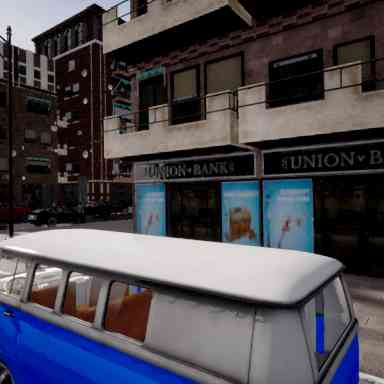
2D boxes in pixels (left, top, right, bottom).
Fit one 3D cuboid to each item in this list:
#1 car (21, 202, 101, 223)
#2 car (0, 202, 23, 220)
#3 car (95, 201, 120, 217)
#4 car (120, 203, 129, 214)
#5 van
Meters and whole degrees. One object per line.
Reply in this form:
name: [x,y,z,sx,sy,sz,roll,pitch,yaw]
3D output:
car: [-8.707,1.583,22.370,1.947,1.339,4.313,-2,-1,36]
car: [-15.479,1.608,27.310,1.967,1.590,4.097,-2,-1,36]
car: [-9.594,1.648,30.987,2.128,1.511,4.902,-1,-1,36]
car: [-8.836,1.797,36.421,1.947,1.339,4.313,-2,-1,36]
van: [-0.534,1.342,3.231,3.998,1.788,1.690,0,-1,35]
